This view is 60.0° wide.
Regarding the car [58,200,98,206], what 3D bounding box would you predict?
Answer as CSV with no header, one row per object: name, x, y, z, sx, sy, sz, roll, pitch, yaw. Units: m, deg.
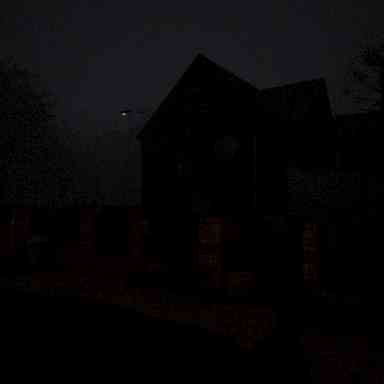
car,-11.147,1.636,30.259,1.994,1.385,4.181,0,0,35

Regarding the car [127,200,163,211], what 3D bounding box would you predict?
car,-6.000,1.719,43.138,1.895,1.301,4.718,0,0,35

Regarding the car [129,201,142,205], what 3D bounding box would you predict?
car,-4.746,1.613,39.288,1.837,1.490,4.892,0,-1,35
